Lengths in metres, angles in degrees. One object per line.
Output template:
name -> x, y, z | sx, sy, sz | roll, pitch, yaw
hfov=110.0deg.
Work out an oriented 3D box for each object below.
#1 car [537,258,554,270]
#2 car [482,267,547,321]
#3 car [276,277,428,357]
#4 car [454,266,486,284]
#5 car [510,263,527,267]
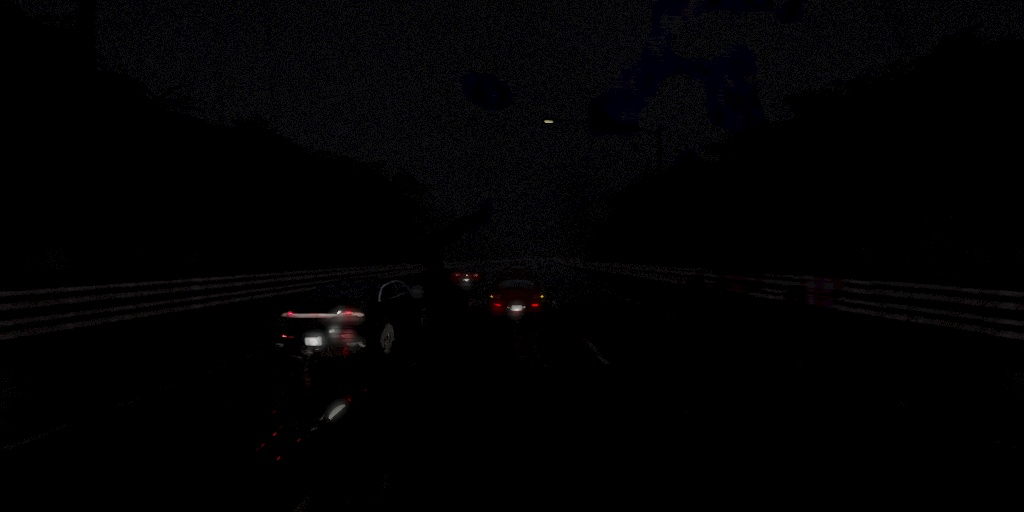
car -> 5.000, 1.426, 56.092 | 2.128, 1.511, 4.902 | 0, 0, 3
car -> 0.156, 1.284, 12.316 | 1.812, 1.442, 4.674 | 0, 0, 0
car -> -3.364, 1.245, 8.548 | 2.128, 1.511, 4.902 | 0, 0, 0
car -> -3.066, 1.387, 27.128 | 1.895, 1.301, 4.718 | 0, 0, 1
car -> 0.504, 1.321, 29.543 | 1.812, 1.442, 4.674 | 0, 0, 2
